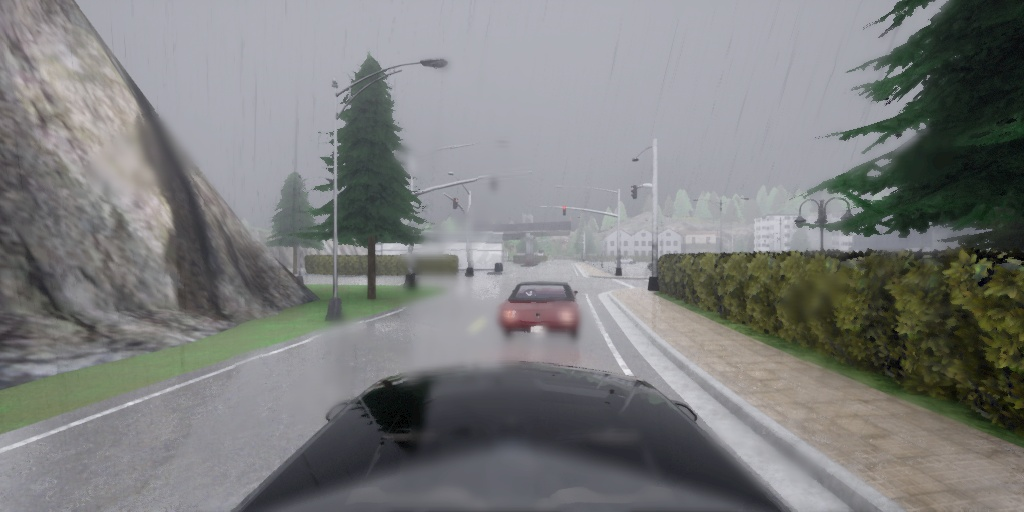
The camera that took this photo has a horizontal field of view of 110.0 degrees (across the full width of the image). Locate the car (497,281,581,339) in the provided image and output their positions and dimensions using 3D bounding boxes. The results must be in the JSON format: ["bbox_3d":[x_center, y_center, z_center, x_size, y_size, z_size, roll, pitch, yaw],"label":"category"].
[{"bbox_3d":[0.914,1.351,10.127,1.895,1.301,4.718,0,0,8],"label":"car"}]
